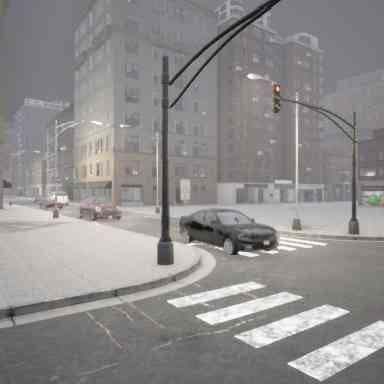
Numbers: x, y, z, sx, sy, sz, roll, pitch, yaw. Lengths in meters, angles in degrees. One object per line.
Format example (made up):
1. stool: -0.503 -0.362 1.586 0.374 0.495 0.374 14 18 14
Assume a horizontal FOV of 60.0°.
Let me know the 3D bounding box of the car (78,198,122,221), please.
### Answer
1. car: -7.181 1.236 25.763 2.097 1.767 4.553 0 0 -36

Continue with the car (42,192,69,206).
1. car: -19.532 0.988 48.135 2.150 2.045 5.566 0 0 -36

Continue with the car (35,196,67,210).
1. car: -16.471 1.408 38.800 1.895 1.301 4.718 0 0 -35

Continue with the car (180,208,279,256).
1. car: 1.283 1.432 13.391 1.882 1.535 5.008 0 0 -30

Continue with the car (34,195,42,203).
1. car: -25.510 1.269 56.495 2.033 1.411 5.357 0 0 -35
